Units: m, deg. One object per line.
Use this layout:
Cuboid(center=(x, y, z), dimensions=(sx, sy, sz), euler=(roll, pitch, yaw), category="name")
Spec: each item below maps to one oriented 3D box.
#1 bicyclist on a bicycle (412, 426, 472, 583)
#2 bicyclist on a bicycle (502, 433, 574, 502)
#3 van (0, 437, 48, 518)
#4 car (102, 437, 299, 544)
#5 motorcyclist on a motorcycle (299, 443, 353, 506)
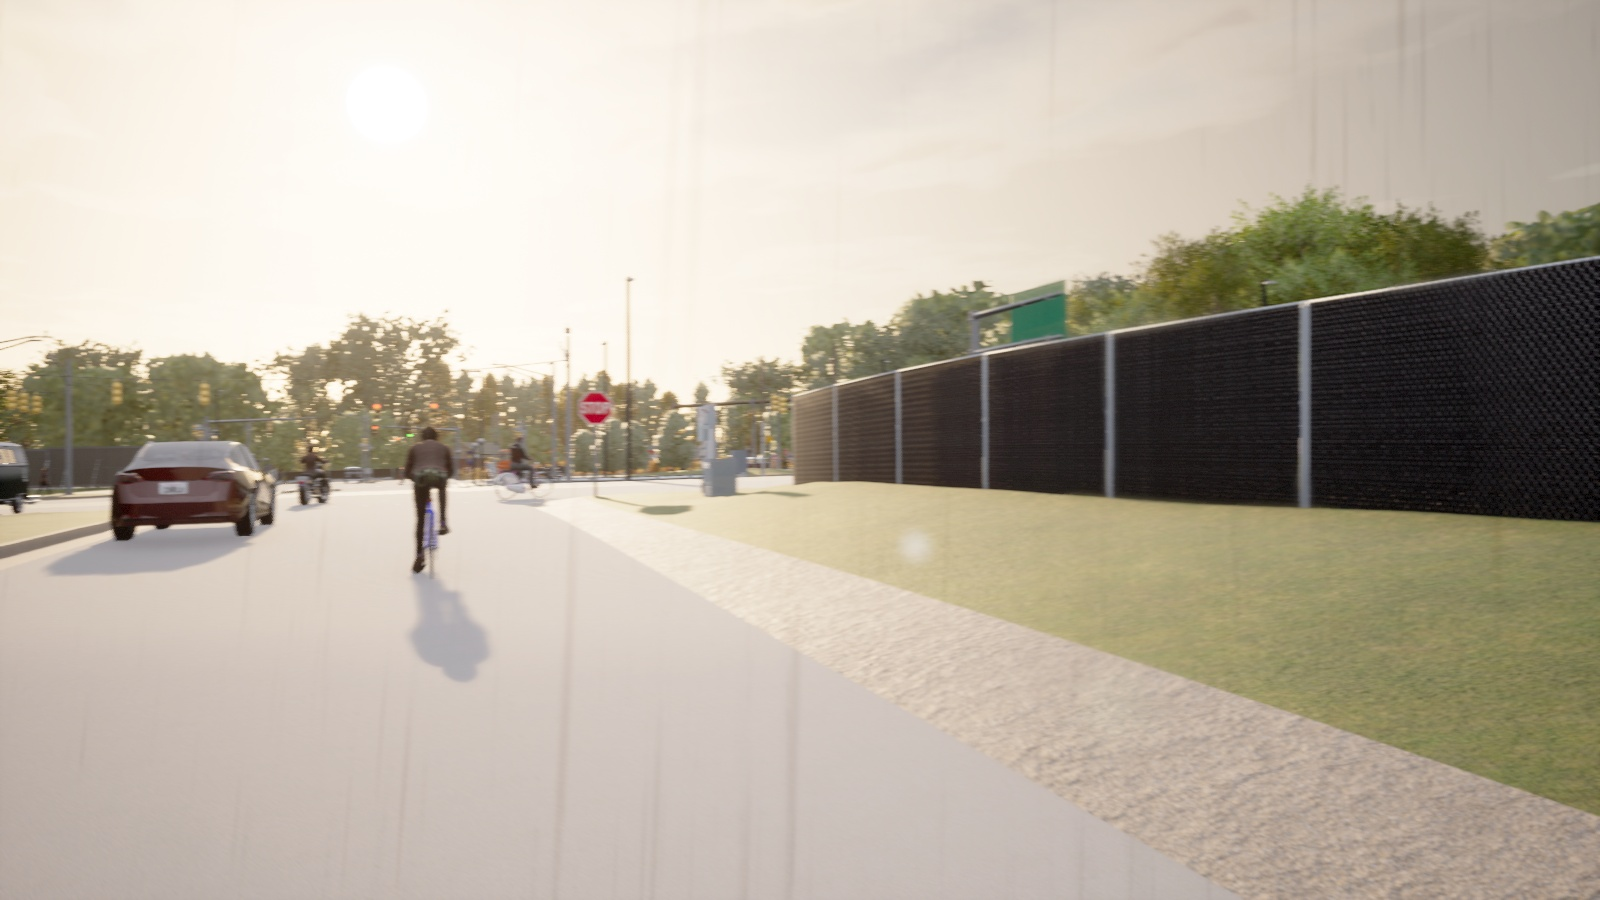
Cuboid(center=(-3.938, 0.551, 13.801), dimensions=(0.582, 1.620, 1.656), euler=(0, 1, -16), category="bicyclist on a bicycle")
Cuboid(center=(-7.073, 0.453, 33.957), dimensions=(0.659, 1.776, 1.843), euler=(3, 3, 42), category="bicyclist on a bicycle")
Cuboid(center=(-21.094, 0.720, 32.467), dimensions=(1.775, 1.987, 4.442), euler=(-2, 0, -17), category="van")
Cuboid(center=(-9.586, 0.580, 20.510), dimensions=(2.163, 1.488, 4.792), euler=(-1, 0, -16), category="car")
Cuboid(center=(-12.890, 0.662, 34.215), dimensions=(0.766, 1.649, 2.350), euler=(-1, -1, -5), category="motorcyclist on a motorcycle")
